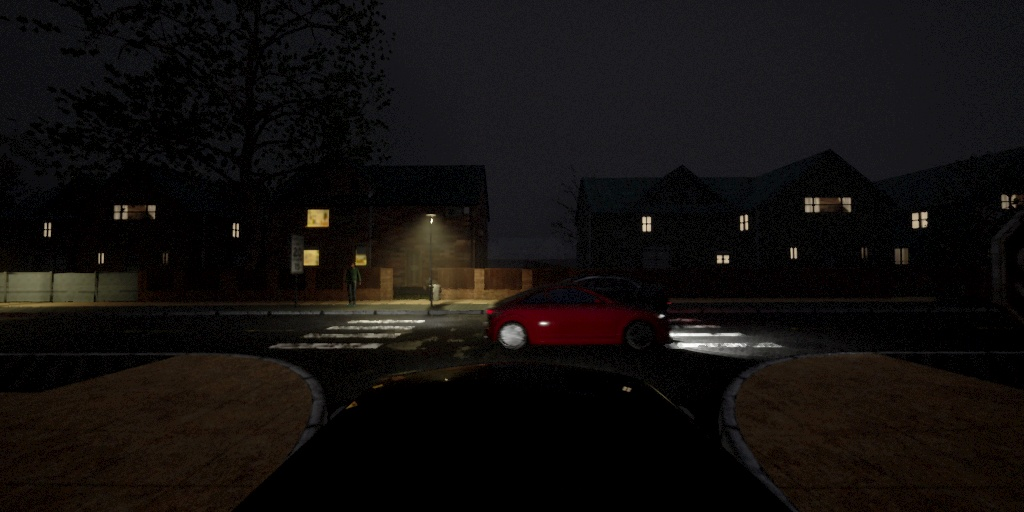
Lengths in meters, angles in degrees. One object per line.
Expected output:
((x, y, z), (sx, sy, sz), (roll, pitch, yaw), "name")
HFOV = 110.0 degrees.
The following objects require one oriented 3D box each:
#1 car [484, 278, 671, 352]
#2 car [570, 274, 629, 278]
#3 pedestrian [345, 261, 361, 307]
((1.432, 1.339, 8.455), (4.181, 1.385, 1.994), (-1, -1, 2), "car")
((2.381, 1.314, 11.389), (4.902, 1.511, 2.128), (-1, -1, 2), "car")
((-6.494, 1.123, 14.561), (0.375, 1.860, 0.375), (0, -1, 2), "pedestrian")
